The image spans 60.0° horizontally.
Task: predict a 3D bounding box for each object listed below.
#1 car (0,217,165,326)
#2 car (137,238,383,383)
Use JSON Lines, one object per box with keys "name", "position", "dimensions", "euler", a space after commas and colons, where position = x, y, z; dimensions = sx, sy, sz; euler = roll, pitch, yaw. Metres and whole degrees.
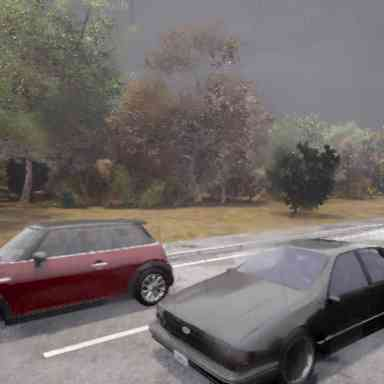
{"name": "car", "position": [-2.653, 1.349, 6.391], "dimensions": [4.553, 1.767, 2.097], "euler": [0, 0, -35]}
{"name": "car", "position": [2.029, 1.526, 5.433], "dimensions": [5.357, 1.411, 2.033], "euler": [-1, 0, -36]}
